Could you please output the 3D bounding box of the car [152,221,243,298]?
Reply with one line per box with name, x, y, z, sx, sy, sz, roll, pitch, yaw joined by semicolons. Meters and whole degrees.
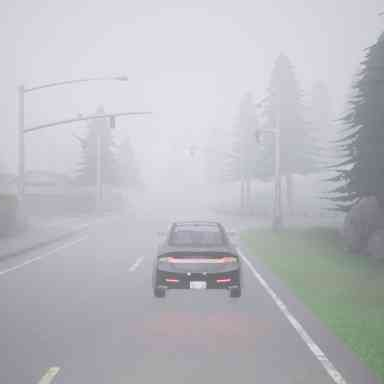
car;0.118;1.491;8.517;2.128;1.511;4.902;0;0;0
